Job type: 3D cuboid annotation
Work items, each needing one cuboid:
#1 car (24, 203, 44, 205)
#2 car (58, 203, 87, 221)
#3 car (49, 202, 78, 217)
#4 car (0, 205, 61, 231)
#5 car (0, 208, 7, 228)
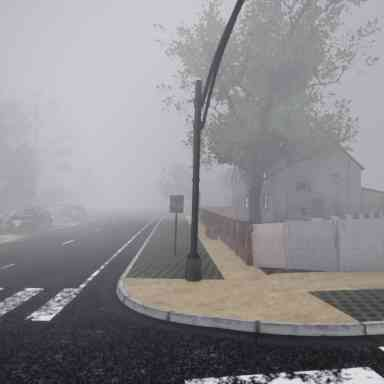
[{"bbox_3d":[-15.786,1.950,32.650,2.097,1.767,4.553,2,-1,-3],"label":"car"},{"bbox_3d":[-12.666,2.106,35.216,2.097,1.767,4.553,2,-1,-3],"label":"car"},{"bbox_3d":[-16.268,2.173,42.326,2.097,1.767,4.553,2,-1,-3],"label":"car"},{"bbox_3d":[-12.153,2.020,25.327,2.128,1.511,4.902,2,-1,-3],"label":"car"},{"bbox_3d":[-15.316,1.897,23.601,1.837,1.490,4.892,2,-1,-3],"label":"car"}]
